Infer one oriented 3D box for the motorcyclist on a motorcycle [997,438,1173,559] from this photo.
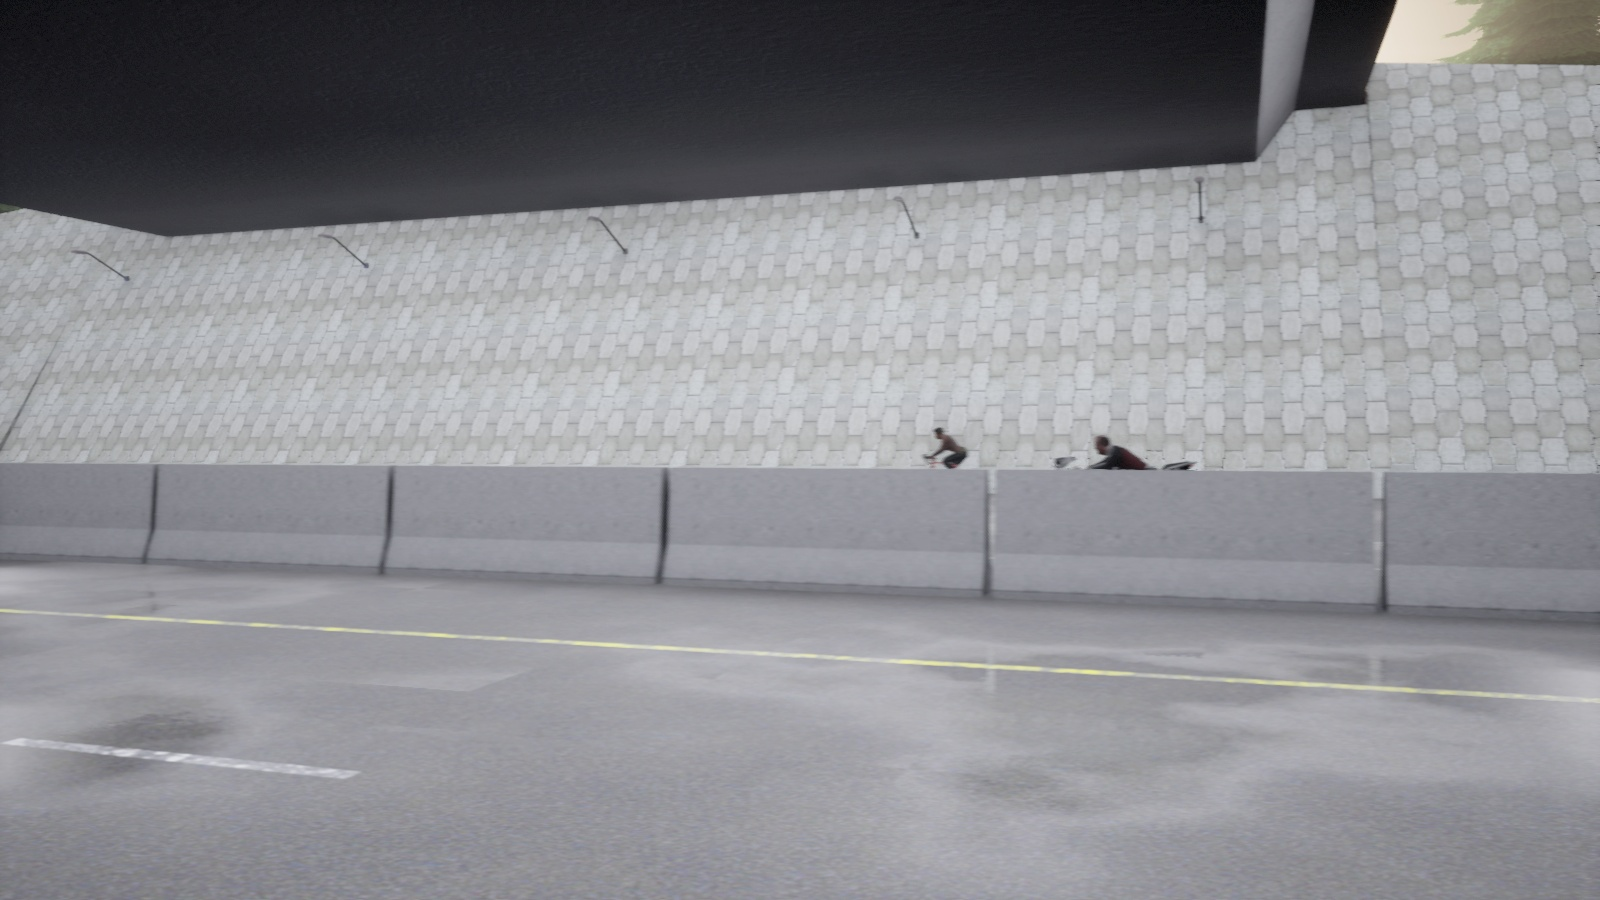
[{"bbox_3d":[3.788,0.608,16.689,2.191,1.530,0.866,0,1,19],"label":"motorcyclist on a motorcycle"}]
